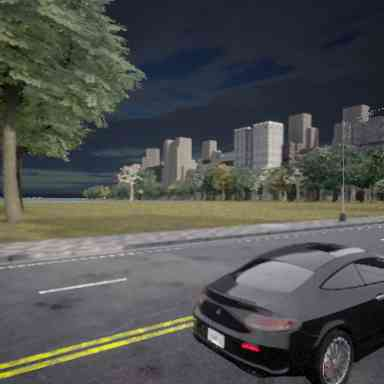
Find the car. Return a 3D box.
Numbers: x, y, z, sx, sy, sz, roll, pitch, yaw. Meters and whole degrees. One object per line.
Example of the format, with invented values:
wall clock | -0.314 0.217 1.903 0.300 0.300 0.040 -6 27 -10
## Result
car | 2.185 1.532 5.191 4.674 1.442 1.812 0 0 -34
